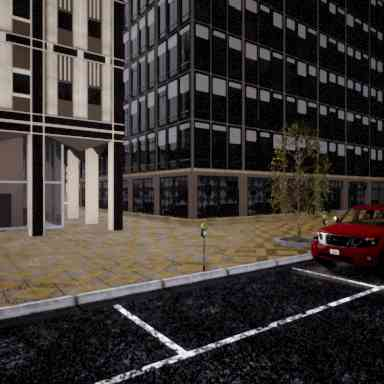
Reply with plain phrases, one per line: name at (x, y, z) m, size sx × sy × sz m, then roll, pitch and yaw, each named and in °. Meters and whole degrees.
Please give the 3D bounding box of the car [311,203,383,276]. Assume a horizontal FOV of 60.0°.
car at (5.917, 1.314, 10.516) m, size 5.009 × 1.841 × 2.192 m, roll 0°, pitch 0°, yaw -36°
